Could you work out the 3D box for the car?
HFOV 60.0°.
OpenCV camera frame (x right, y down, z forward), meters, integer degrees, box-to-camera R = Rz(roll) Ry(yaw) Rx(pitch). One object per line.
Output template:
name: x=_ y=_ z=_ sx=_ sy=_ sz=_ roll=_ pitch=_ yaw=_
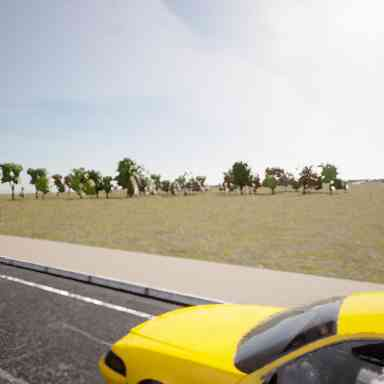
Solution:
car: x=1.544 y=1.457 z=2.461 sx=5.366 sy=1.575 sz=1.801 roll=-1 pitch=-1 yaw=36
